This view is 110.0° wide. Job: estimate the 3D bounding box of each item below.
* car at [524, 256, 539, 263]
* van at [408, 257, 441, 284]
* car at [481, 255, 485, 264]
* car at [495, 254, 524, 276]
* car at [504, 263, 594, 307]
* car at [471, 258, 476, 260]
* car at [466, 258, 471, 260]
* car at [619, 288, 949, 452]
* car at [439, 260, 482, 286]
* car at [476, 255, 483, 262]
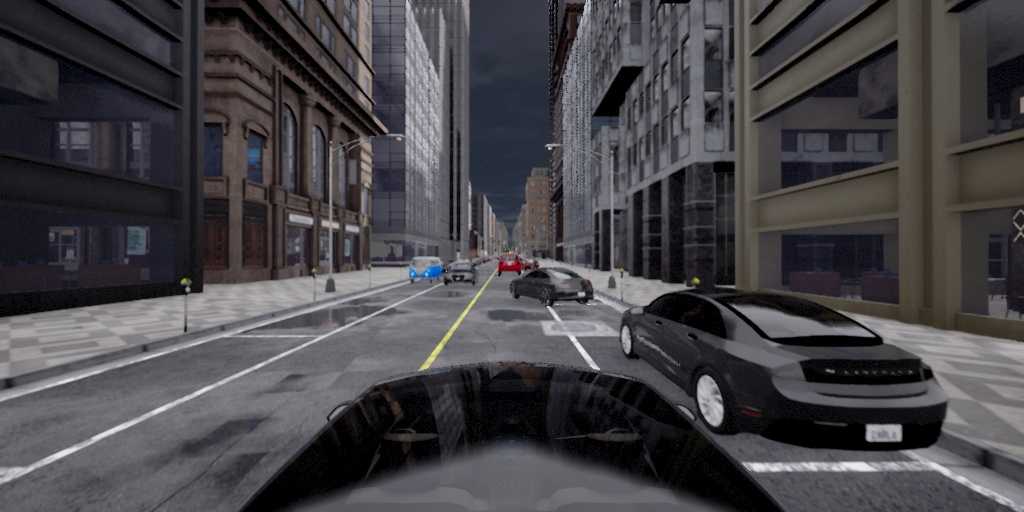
[{"bbox_3d":[2.283,1.062,42.322,1.888,1.381,4.507,0,0,-1],"label":"car"},{"bbox_3d":[-6.081,0.956,25.374,1.690,1.789,3.998,0,0,-1],"label":"van"},{"bbox_3d":[-6.459,0.940,64.743,1.888,1.381,4.507,0,0,-1],"label":"car"},{"bbox_3d":[-0.230,0.784,34.723,2.150,2.045,5.566,0,1,0],"label":"car"},{"bbox_3d":[1.532,1.198,15.029,1.812,1.442,4.674,-1,1,-25],"label":"car"},{"bbox_3d":[-6.297,1.039,47.871,2.007,1.370,4.403,0,0,-1],"label":"car"},{"bbox_3d":[-6.241,1.045,42.077,1.751,1.417,4.829,0,0,-1],"label":"car"},{"bbox_3d":[3.113,1.231,5.445,1.837,1.490,4.892,0,0,-1],"label":"car"},{"bbox_3d":[-3.307,1.187,23.952,1.994,1.385,4.181,0,0,0],"label":"car"},{"bbox_3d":[-6.405,0.991,59.119,1.948,1.339,4.313,0,0,-1],"label":"car"}]
